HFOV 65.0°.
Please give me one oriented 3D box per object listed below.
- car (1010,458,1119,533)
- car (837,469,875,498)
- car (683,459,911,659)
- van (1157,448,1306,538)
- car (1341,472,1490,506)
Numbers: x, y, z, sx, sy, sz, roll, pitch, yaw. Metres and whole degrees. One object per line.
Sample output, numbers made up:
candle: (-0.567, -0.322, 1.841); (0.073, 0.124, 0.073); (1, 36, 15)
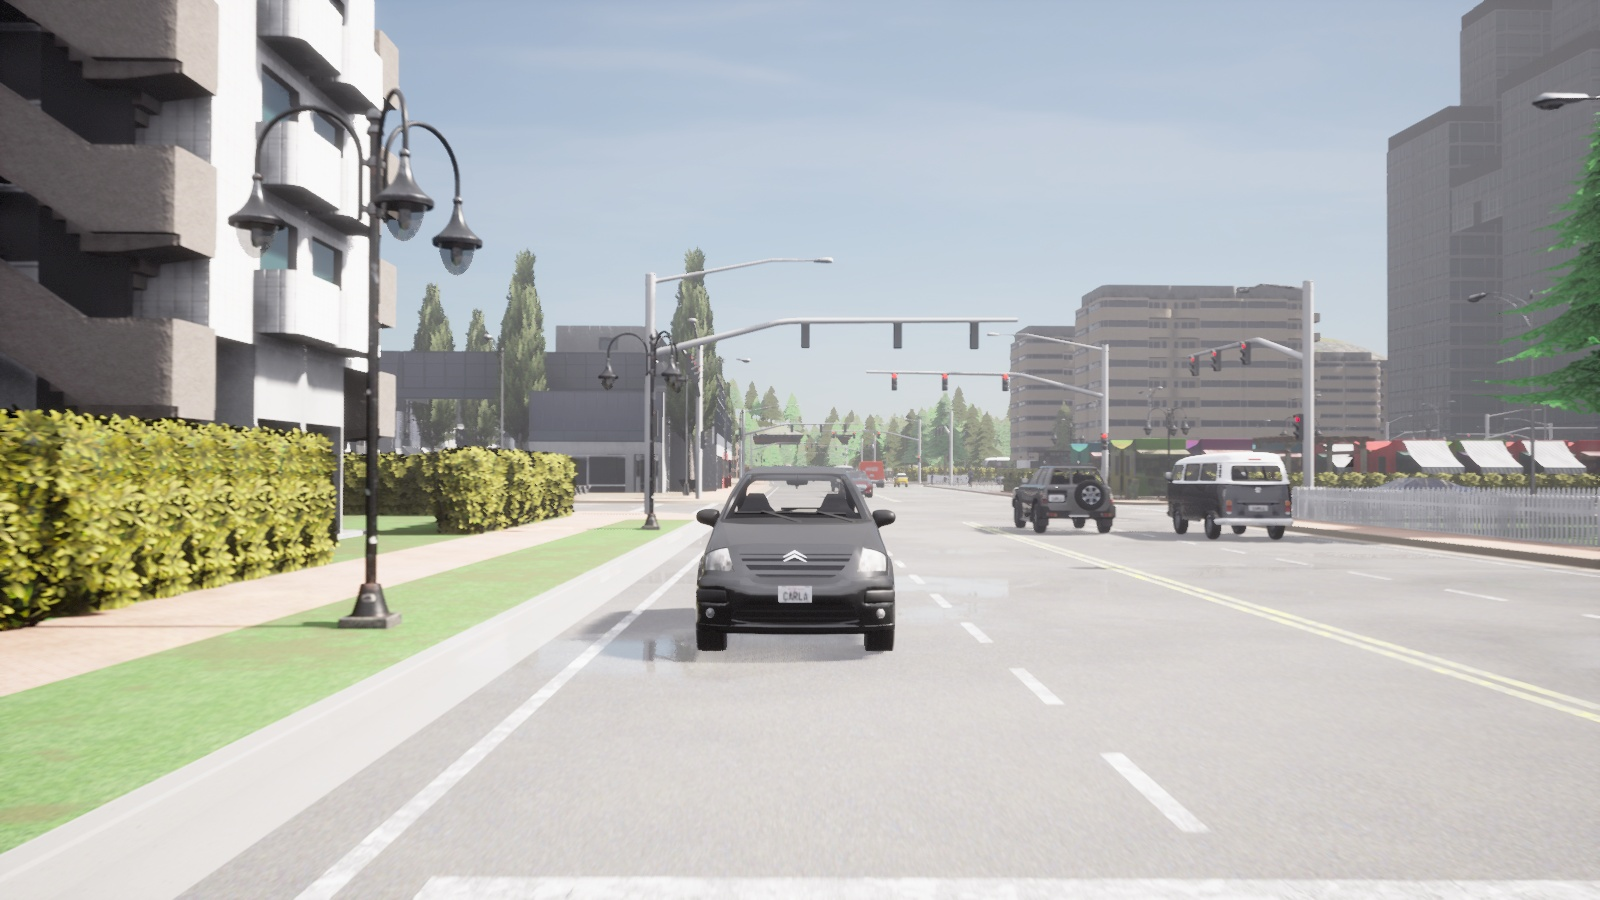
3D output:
car: (6.917, 1.162, 33.333); (1.932, 1.855, 4.605); (0, -1, 0)
car: (3.318, 1.987, 75.046); (2.033, 1.649, 4.856); (0, -1, 0)
car: (-0.030, 0.917, 12.198); (1.851, 1.617, 3.988); (0, -1, 0)
van: (10.425, 1.011, 30.746); (2.069, 2.038, 4.480); (0, -1, 0)
car: (26.267, 1.655, 53.682); (5.357, 1.411, 2.033); (0, -1, -1)
